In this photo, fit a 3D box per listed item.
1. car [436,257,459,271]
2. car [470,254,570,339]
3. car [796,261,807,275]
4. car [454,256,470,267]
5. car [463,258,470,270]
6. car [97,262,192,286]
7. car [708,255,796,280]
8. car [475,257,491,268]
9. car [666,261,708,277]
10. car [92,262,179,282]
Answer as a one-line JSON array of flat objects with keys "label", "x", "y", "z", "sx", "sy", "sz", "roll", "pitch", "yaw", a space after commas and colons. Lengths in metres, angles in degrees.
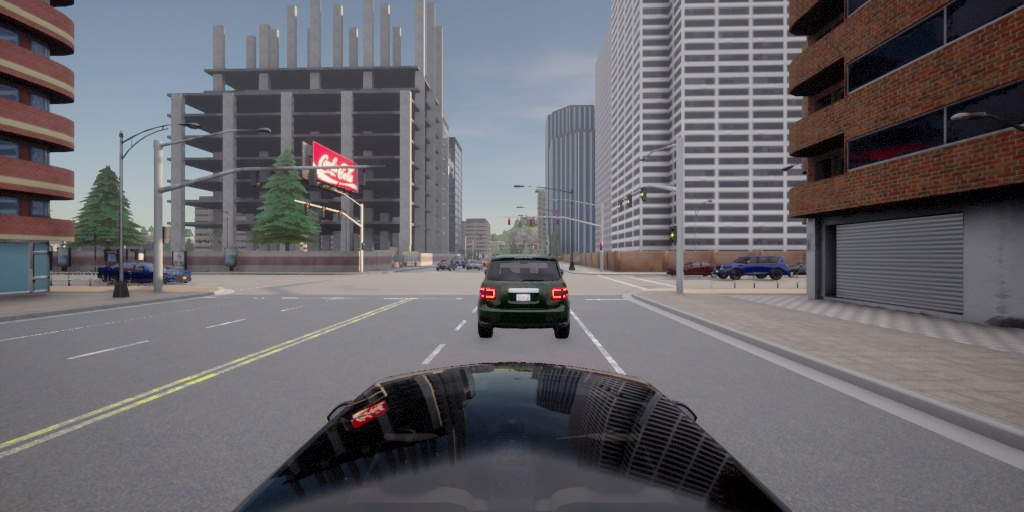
[{"label": "car", "x": -8.883, "y": 1.255, "z": 48.507, "sx": 1.837, "sy": 1.490, "sz": 4.892, "roll": 0, "pitch": 0, "yaw": 2}, {"label": "car", "x": 0.338, "y": 0.971, "z": 10.267, "sx": 2.150, "sy": 2.045, "sz": 5.566, "roll": 0, "pitch": 0, "yaw": 2}, {"label": "car", "x": 27.238, "y": 1.241, "z": 33.722, "sx": 4.902, "sy": 1.511, "sz": 2.128, "roll": 0, "pitch": 0, "yaw": 2}, {"label": "car", "x": -8.501, "y": 0.971, "z": 58.355, "sx": 2.150, "sy": 2.045, "sz": 5.566, "roll": 0, "pitch": 0, "yaw": 1}, {"label": "car", "x": -5.279, "y": 1.351, "z": 51.143, "sx": 1.895, "sy": 1.301, "sz": 4.718, "roll": 0, "pitch": 0, "yaw": 2}, {"label": "car", "x": -24.987, "y": 1.228, "z": 24.727, "sx": 5.008, "sy": 1.535, "sz": 1.882, "roll": 1, "pitch": 0, "yaw": 2}, {"label": "car", "x": 20.224, "y": 0.971, "z": 30.462, "sx": 5.566, "sy": 2.045, "sz": 2.150, "roll": 0, "pitch": 0, "yaw": 2}, {"label": "car", "x": -4.875, "y": 1.102, "z": 61.243, "sx": 2.097, "sy": 1.767, "sz": 4.553, "roll": 0, "pitch": 0, "yaw": 2}, {"label": "car", "x": 17.308, "y": 1.228, "z": 34.055, "sx": 5.008, "sy": 1.535, "sz": 1.882, "roll": 0, "pitch": 0, "yaw": 2}, {"label": "car", "x": -29.685, "y": 1.227, "z": 28.382, "sx": 5.008, "sy": 1.535, "sz": 1.882, "roll": 0, "pitch": 0, "yaw": 2}]
